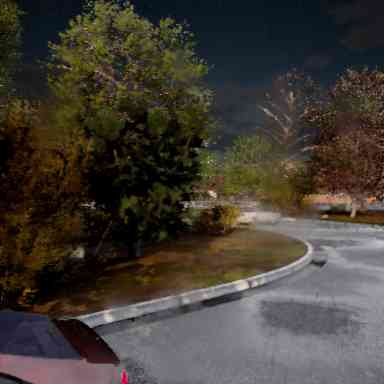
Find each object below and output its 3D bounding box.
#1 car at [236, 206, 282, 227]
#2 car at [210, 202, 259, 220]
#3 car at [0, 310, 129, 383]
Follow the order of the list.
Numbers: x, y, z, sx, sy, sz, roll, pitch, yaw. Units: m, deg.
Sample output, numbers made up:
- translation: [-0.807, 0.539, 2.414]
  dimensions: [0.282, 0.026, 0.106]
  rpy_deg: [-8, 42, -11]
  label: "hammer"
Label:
- translation: [3.915, 1.608, 23.120]
  dimensions: [1.895, 1.301, 4.718]
  rpy_deg: [1, 0, -36]
  label: "car"
- translation: [3.611, 1.605, 29.242]
  dimensions: [1.994, 1.385, 4.181]
  rpy_deg: [1, 0, -34]
  label: "car"
- translation: [-2.456, 1.567, 1.965]
  dimensions: [4.181, 1.385, 1.994]
  rpy_deg: [0, 0, -36]
  label: "car"
